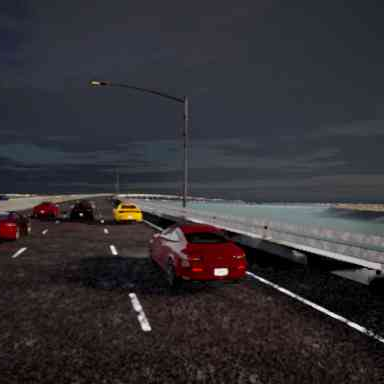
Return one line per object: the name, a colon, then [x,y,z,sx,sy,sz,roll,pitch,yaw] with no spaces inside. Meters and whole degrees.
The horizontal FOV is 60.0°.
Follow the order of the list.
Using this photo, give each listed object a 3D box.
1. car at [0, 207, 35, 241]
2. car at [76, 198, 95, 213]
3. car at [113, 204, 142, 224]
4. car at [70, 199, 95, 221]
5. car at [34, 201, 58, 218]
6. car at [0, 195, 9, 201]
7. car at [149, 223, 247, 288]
car: [-9.551,1.642,16.825,1.994,1.385,4.181,1,-1,-17]
car: [-13.077,1.626,40.972,2.097,1.767,4.553,1,-1,-16]
car: [-5.283,1.692,26.945,1.882,1.535,5.008,1,-1,-17]
car: [-9.560,1.673,29.047,1.882,1.535,5.008,1,0,-16]
car: [-14.226,1.662,32.464,1.882,1.535,5.008,1,0,-17]
car: [-31.673,1.447,54.348,2.150,2.045,5.566,1,0,-15]
car: [-0.031,1.621,9.575,1.812,1.442,4.674,1,-1,-17]
